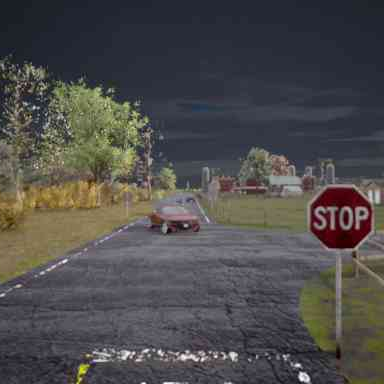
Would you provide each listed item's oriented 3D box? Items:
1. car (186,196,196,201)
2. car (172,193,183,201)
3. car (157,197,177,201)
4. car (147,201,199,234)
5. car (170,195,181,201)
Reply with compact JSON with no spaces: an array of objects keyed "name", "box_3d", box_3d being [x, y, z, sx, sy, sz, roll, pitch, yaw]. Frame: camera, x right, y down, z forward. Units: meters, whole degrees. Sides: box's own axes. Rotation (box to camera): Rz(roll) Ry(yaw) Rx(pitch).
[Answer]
[{"name":"car","box_3d":[-0.270,1.538,71.244,1.837,1.490,4.892,0,0,0]},{"name":"car","box_3d":[-3.004,1.269,63.914,2.150,2.045,5.566,0,0,0]},{"name":"car","box_3d":[-2.975,1.533,33.929,2.128,1.511,4.902,0,0,0]},{"name":"car","box_3d":[-1.253,1.508,19.713,1.882,1.535,5.008,-1,0,-22]},{"name":"car","box_3d":[-3.013,1.550,48.091,1.837,1.490,4.892,0,0,0]}]
